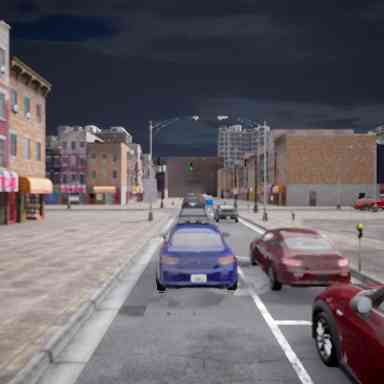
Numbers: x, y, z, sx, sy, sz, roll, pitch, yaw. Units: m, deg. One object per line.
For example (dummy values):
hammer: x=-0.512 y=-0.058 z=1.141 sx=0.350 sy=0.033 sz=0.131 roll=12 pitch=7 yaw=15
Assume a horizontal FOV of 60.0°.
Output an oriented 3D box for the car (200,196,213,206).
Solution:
car: x=2.500 y=1.565 z=58.282 sx=1.967 sy=1.590 sz=4.097 roll=0 pitch=0 yaw=0

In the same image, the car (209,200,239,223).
car: x=2.576 y=1.586 z=25.803 sx=2.008 sy=1.369 sz=4.403 roll=0 pitch=0 yaw=0

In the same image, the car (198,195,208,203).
car: x=2.460 y=1.494 z=74.706 sx=2.192 sy=1.841 sz=5.009 roll=0 pitch=0 yaw=0

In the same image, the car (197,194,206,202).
car: x=2.436 y=1.533 z=85.659 sx=2.192 sy=1.841 sz=5.009 roll=0 pitch=0 yaw=0

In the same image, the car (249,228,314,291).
car: x=2.617 y=1.588 z=8.766 sx=1.802 sy=1.307 sz=4.206 roll=0 pitch=0 yaw=0

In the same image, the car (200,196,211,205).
car: x=2.488 y=1.583 z=63.757 sx=1.967 sy=1.590 sz=4.097 roll=0 pitch=0 yaw=0

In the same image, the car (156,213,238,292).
car: x=0.073 y=1.532 z=8.845 sx=1.812 sy=1.442 sz=4.674 roll=0 pitch=0 yaw=-1

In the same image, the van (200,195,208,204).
van: x=2.474 y=1.502 z=69.233 sx=1.690 sy=1.788 sz=3.998 roll=0 pitch=0 yaw=0

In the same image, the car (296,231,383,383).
car: x=2.630 y=1.442 z=3.086 sx=1.967 sy=1.590 sz=4.097 roll=0 pitch=0 yaw=0

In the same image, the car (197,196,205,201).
car: x=2.424 y=1.788 z=91.134 sx=2.008 sy=1.369 sz=4.403 roll=0 pitch=0 yaw=0

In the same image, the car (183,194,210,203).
car: x=0.327 y=1.273 z=31.899 sx=2.150 sy=2.045 sz=5.566 roll=0 pitch=0 yaw=5

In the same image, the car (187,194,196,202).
car: x=-0.192 y=1.425 z=82.868 sx=2.150 sy=2.045 sz=5.566 roll=0 pitch=0 yaw=0

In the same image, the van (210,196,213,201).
van: x=2.513 y=1.450 z=52.807 sx=1.690 sy=1.788 sz=3.998 roll=0 pitch=0 yaw=0

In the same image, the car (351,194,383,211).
car: x=22.635 y=1.296 z=40.860 sx=5.566 sy=2.045 sz=2.150 roll=0 pitch=0 yaw=0

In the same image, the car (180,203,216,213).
car: x=0.051 y=1.569 z=19.475 sx=2.033 sy=1.411 sz=5.357 roll=0 pitch=0 yaw=0
